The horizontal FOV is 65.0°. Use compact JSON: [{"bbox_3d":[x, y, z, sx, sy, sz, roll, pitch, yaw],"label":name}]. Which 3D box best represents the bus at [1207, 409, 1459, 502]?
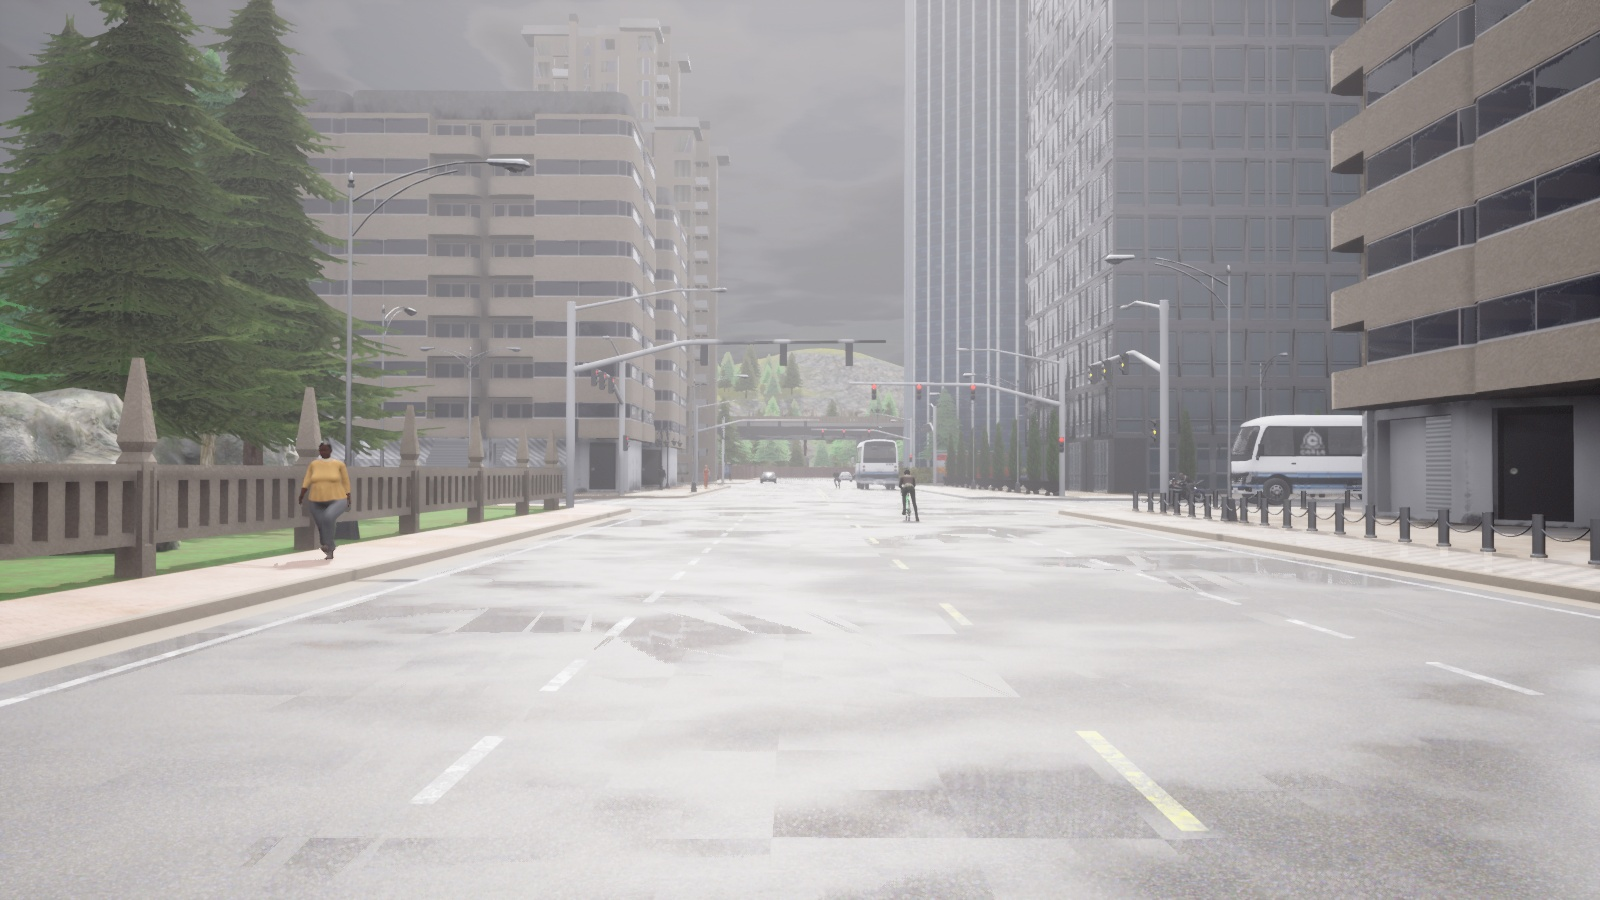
[{"bbox_3d":[25.076,0.280,59.561,10.273,4.253,3.944,0,-1,0],"label":"bus"}]

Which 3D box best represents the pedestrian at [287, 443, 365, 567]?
[{"bbox_3d":[-7.256,0.825,19.278,0.874,1.855,0.900,0,-1,-2],"label":"pedestrian"}]

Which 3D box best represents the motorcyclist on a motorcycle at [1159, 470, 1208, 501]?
[{"bbox_3d":[19.262,1.773,63.053,2.191,1.530,0.866,0,-1,0],"label":"motorcyclist on a motorcycle"}]
